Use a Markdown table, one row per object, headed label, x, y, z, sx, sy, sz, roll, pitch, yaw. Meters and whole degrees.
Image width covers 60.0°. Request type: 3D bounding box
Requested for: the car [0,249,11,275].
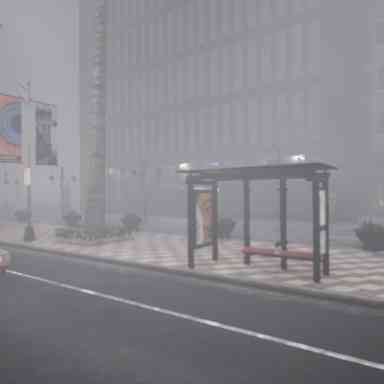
| label | x | y | z | sx | sy | sz | roll | pitch | yaw |
| --- | --- | --- | --- | --- | --- | --- | --- | --- | --- |
| car | -6.917 | 1.714 | 8.900 | 4.718 | 1.301 | 1.895 | -1 | 0 | 35 |
